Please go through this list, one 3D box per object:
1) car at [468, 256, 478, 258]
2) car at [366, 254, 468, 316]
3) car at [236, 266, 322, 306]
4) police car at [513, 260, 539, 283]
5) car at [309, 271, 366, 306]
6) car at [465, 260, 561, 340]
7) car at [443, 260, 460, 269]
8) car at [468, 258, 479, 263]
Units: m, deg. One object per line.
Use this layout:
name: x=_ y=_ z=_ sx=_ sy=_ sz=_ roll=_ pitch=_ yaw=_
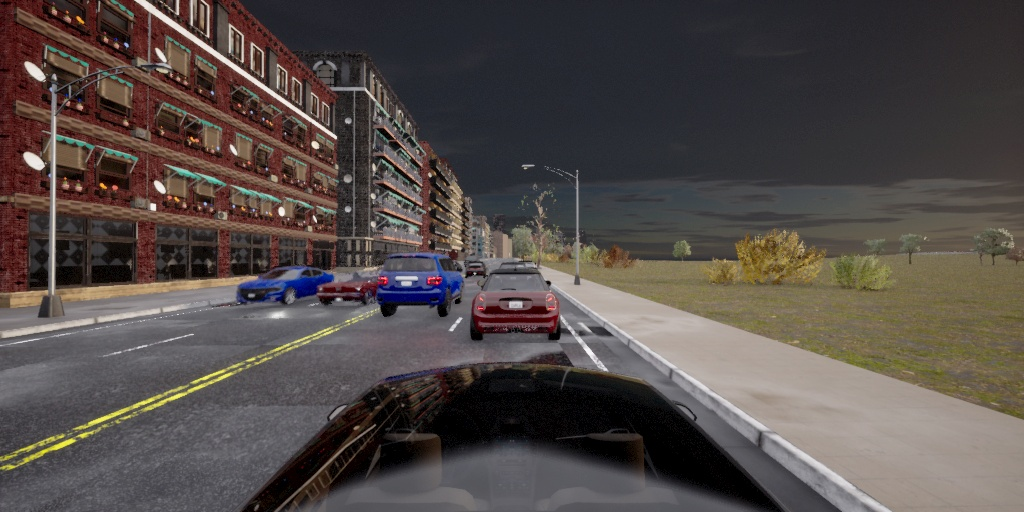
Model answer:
car: x=-6.704 y=0.975 z=59.672 sx=2.150 sy=2.045 sz=5.566 roll=0 pitch=0 yaw=0
car: x=-3.177 y=0.966 z=13.442 sx=2.150 sy=2.045 sz=5.566 roll=0 pitch=-1 yaw=0
car: x=-9.881 y=1.230 z=16.092 sx=1.882 sy=1.535 sz=5.008 roll=0 pitch=0 yaw=0
police car: x=1.078 y=1.179 z=29.359 sx=1.930 sy=1.638 sz=5.238 roll=0 pitch=0 yaw=0
car: x=-6.629 y=1.353 z=15.908 sx=1.895 sy=1.301 sz=4.718 roll=0 pitch=0 yaw=0
car: x=0.075 y=1.103 z=10.091 sx=2.097 sy=1.767 sz=4.553 roll=0 pitch=0 yaw=0
car: x=-9.952 y=1.315 z=59.234 sx=1.994 sy=1.385 sz=4.181 roll=0 pitch=0 yaw=0
car: x=-3.219 y=1.260 z=33.571 sx=1.837 sy=1.490 sz=4.892 roll=0 pitch=1 yaw=0
